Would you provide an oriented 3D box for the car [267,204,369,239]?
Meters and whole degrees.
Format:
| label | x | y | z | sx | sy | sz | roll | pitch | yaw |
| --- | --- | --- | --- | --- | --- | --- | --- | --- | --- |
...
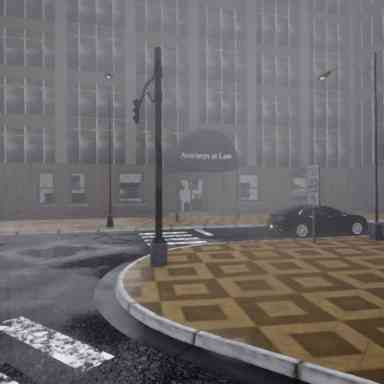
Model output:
| label | x | y | z | sx | sy | sz | roll | pitch | yaw |
| --- | --- | --- | --- | --- | --- | --- | --- | --- | --- |
| car | 6.022 | 1.321 | 15.944 | 4.892 | 1.490 | 1.837 | 0 | 0 | -14 |
